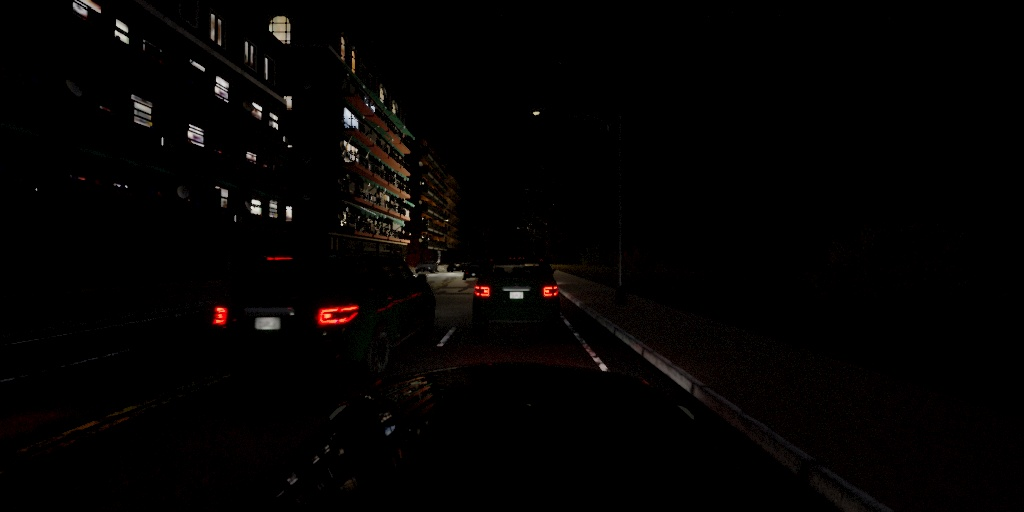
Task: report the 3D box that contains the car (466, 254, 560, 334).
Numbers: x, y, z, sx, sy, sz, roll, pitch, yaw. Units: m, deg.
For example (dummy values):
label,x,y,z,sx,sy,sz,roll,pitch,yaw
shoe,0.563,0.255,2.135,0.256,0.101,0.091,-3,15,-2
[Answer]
label,x,y,z,sx,sy,sz,roll,pitch,yaw
car,0.119,0.973,10.714,2.150,2.045,5.566,0,0,0

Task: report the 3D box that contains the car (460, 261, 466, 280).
label,x,y,z,sx,sy,sz,roll,pitch,yaw
car,-3.078,1.277,30.810,1.812,1.442,4.674,0,0,-1

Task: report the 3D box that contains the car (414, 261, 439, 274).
label,x,y,z,sx,sy,sz,roll,pitch,yaw
car,-9.727,1.277,41.187,1.812,1.442,4.674,0,0,0

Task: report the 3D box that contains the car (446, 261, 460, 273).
label,x,y,z,sx,sy,sz,roll,pitch,yaw
car,-6.487,1.315,42.545,1.994,1.385,4.181,0,0,0

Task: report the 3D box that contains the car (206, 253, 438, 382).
label,x,y,z,sx,sy,sz,roll,pitch,yaw
car,-3.137,0.971,7.299,2.150,2.045,5.566,0,0,0
